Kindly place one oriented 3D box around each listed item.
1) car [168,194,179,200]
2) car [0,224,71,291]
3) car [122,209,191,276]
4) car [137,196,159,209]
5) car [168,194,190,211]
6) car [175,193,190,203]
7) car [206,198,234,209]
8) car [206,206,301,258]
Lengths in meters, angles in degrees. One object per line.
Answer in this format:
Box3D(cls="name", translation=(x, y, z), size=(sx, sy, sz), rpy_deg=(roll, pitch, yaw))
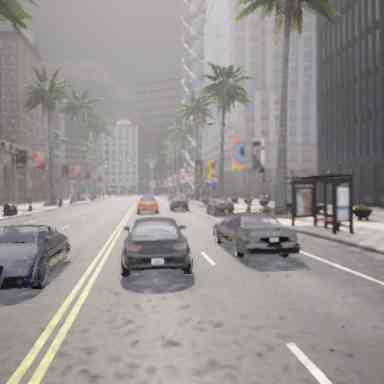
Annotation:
Box3D(cls="car", translation=(-4.592, 1.151, 81.344), size=(2.161, 1.482, 4.786), rpy_deg=(-1, 0, -8))
Box3D(cls="car", translation=(-4.582, 1.564, 8.809), size=(1.994, 1.385, 4.181), rpy_deg=(-1, 0, -8))
Box3D(cls="car", translation=(-1.118, 1.485, 10.220), size=(1.812, 1.442, 4.674), rpy_deg=(-1, 0, -7))
Box3D(cls="car", translation=(-4.582, 1.224, 34.356), size=(2.097, 1.767, 4.553), rpy_deg=(-1, 0, -8))
Box3D(cls="car", translation=(-1.545, 1.331, 37.778), size=(1.837, 1.490, 4.892), rpy_deg=(-1, 0, -8))
Box3D(cls="car", translation=(-1.717, 1.073, 59.601), size=(2.185, 1.767, 4.553), rpy_deg=(-1, 0, -8))
Box3D(cls="car", translation=(2.536, 1.303, 30.536), size=(2.231, 1.521, 4.892), rpy_deg=(-1, 0, -8))
Box3D(cls="car", translation=(2.123, 1.464, 12.415), size=(2.033, 1.411, 5.357), rpy_deg=(-1, 0, -8))
